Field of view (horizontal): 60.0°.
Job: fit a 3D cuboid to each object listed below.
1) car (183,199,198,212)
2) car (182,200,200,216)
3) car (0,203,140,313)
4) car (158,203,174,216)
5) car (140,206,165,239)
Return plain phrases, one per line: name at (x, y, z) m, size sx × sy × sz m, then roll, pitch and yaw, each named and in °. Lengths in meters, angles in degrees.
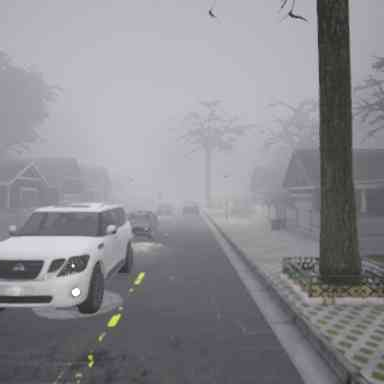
car at (-0.191, 1.899, 47.916) m, size 2.097 × 1.767 × 4.553 m, roll 0°, pitch -1°, yaw 0°
car at (-0.133, 1.914, 38.235) m, size 1.882 × 1.535 × 5.008 m, roll 0°, pitch -1°, yaw 0°
car at (-2.893, 1.318, 8.242) m, size 2.150 × 2.045 × 5.566 m, roll 0°, pitch -1°, yaw 0°
car at (-3.083, 1.984, 38.175) m, size 2.033 × 1.411 × 5.357 m, roll 0°, pitch -1°, yaw 0°
car at (-2.952, 1.765, 19.008) m, size 2.033 × 1.411 × 5.357 m, roll 0°, pitch -1°, yaw 0°
